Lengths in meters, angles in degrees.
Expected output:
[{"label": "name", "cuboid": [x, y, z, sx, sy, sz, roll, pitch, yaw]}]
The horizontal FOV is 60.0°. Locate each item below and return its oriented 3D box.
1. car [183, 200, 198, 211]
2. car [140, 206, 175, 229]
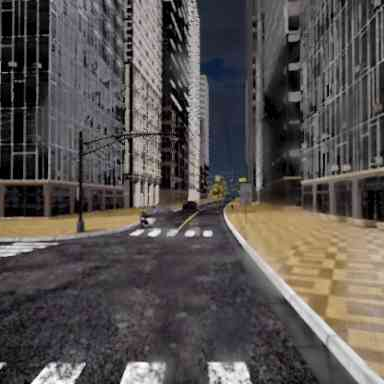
[{"label": "car", "cuboid": [-0.247, 1.999, 49.540, 1.882, 1.535, 5.008, 0, -1, 6]}, {"label": "car", "cuboid": [-2.399, 1.758, 24.146, 2.128, 1.511, 4.902, 0, -1, 6]}]
